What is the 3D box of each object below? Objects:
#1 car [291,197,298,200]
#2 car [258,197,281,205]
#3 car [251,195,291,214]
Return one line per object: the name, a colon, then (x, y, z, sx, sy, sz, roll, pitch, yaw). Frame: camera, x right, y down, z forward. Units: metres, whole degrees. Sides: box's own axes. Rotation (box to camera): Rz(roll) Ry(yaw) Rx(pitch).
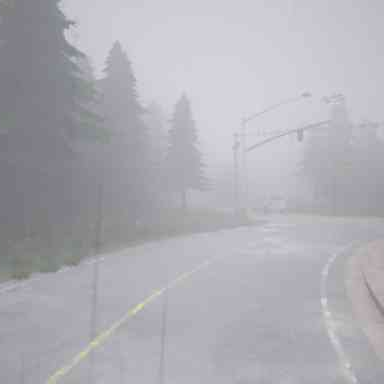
car: (18.457, 1.664, 62.251, 4.902, 1.511, 2.128, 0, 0, -45)
car: (14.751, 1.667, 63.134, 2.128, 1.511, 4.902, 0, 0, 42)
car: (8.482, 1.334, 37.202, 2.150, 2.045, 5.566, 0, 0, -11)
